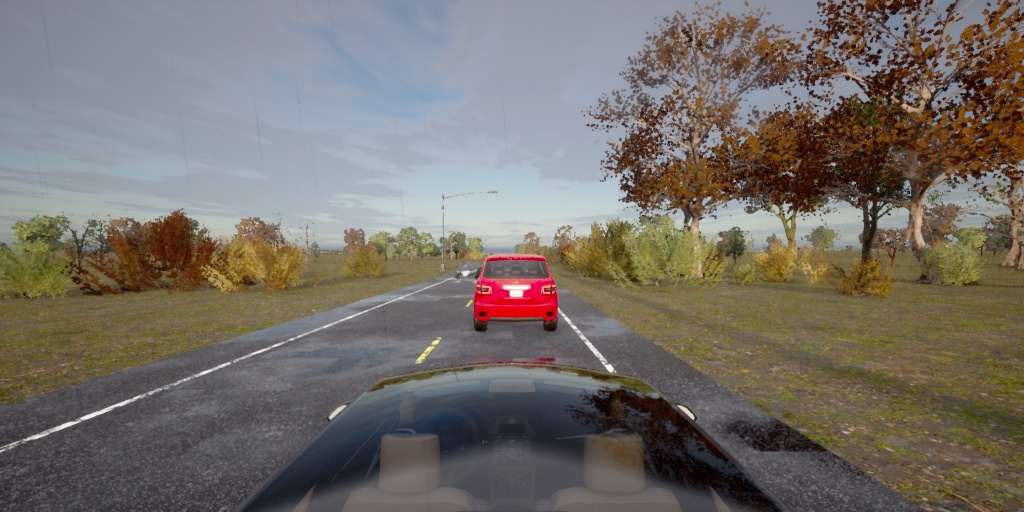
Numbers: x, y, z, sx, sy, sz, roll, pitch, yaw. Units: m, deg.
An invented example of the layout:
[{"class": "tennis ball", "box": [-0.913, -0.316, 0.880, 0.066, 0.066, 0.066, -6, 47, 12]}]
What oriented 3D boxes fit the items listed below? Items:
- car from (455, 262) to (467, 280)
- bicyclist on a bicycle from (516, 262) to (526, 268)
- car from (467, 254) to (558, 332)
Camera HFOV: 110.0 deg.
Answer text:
[{"class": "car", "box": [-3.715, 1.231, 31.007, 2.128, 1.511, 4.902, 0, 0, 0]}, {"class": "bicyclist on a bicycle", "box": [0.857, 1.110, 30.227, 0.659, 1.776, 1.843, 0, 0, 0]}, {"class": "car", "box": [0.077, 0.968, 11.048, 2.150, 2.045, 5.566, 0, 0, -1]}]
